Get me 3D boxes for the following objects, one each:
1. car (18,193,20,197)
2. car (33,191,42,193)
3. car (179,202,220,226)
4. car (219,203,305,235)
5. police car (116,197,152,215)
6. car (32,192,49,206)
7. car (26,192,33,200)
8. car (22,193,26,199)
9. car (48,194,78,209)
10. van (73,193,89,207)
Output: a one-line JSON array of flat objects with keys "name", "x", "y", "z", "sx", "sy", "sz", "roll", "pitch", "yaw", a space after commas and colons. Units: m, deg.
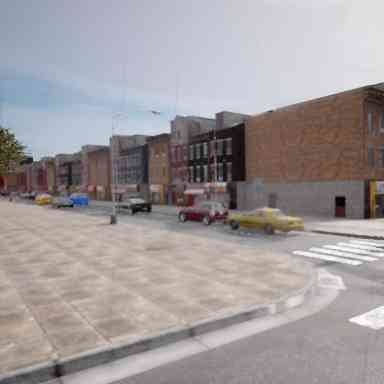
[{"name": "car", "x": -38.262, "y": 0.868, "z": 77.053, "sx": 1.752, "sy": 1.417, "sz": 4.829, "roll": 0, "pitch": 1, "yaw": -36}, {"name": "car", "x": -28.428, "y": 0.971, "z": 63.439, "sx": 1.967, "sy": 1.590, "sz": 4.097, "roll": 0, "pitch": 1, "yaw": -36}, {"name": "car", "x": 0.773, "y": 1.373, "z": 23.009, "sx": 1.967, "sy": 1.590, "sz": 4.097, "roll": -1, "pitch": 1, "yaw": -36}, {"name": "car", "x": 3.919, "y": 1.491, "z": 18.656, "sx": 1.752, "sy": 1.417, "sz": 4.829, "roll": -1, "pitch": 1, "yaw": -36}, {"name": "police car", "x": -5.731, "y": 1.287, "z": 32.197, "sx": 1.930, "sy": 1.638, "sz": 5.238, "roll": -1, "pitch": 1, "yaw": -36}, {"name": "car", "x": -22.296, "y": 1.190, "z": 50.433, "sx": 1.882, "sy": 1.535, "sz": 5.008, "roll": -1, "pitch": 1, "yaw": -36}, {"name": "car", "x": -31.672, "y": 0.785, "z": 67.930, "sx": 2.192, "sy": 1.841, "sz": 5.009, "roll": 0, "pitch": 1, "yaw": -36}, {"name": "car", "x": -34.918, "y": 0.973, "z": 72.424, "sx": 1.947, "sy": 1.339, "sz": 4.313, "roll": 0, "pitch": 1, "yaw": -36}, {"name": "car", "x": -16.496, "y": 1.361, "z": 42.471, "sx": 1.994, "sy": 1.385, "sz": 4.181, "roll": -1, "pitch": 1, "yaw": -34}, {"name": "van", "x": -15.449, "y": 1.083, "z": 45.469, "sx": 1.690, "sy": 1.788, "sz": 3.998, "roll": 0, "pitch": 1, "yaw": -36}]
